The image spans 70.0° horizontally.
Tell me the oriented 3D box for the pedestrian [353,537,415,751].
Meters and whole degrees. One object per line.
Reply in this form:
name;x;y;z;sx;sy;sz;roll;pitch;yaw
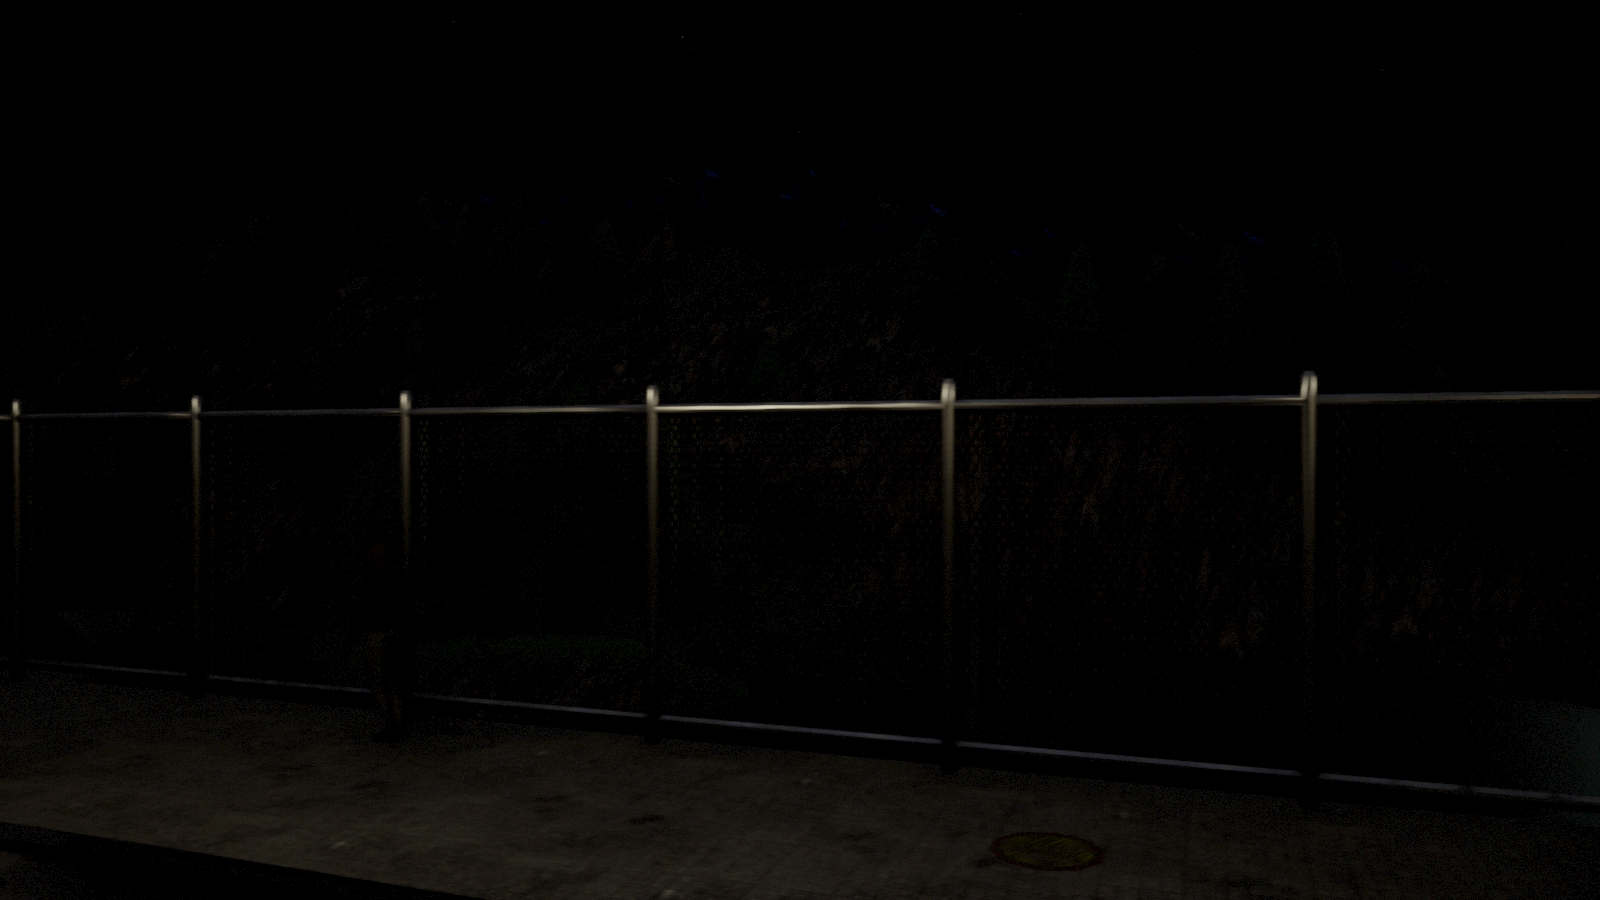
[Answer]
pedestrian;-3.794;1.744;10.422;0.375;1.860;0.375;0;0;34
